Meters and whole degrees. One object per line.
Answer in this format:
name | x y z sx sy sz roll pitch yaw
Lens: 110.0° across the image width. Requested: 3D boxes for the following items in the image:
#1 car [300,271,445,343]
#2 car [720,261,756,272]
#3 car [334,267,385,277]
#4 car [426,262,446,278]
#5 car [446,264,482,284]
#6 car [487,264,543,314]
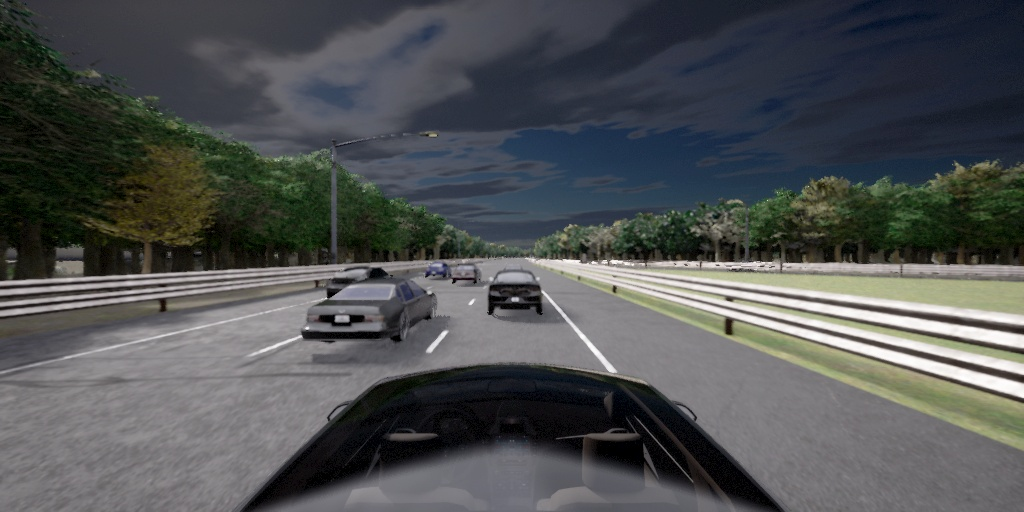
car | -3.397 1.301 9.681 2.033 1.411 5.357 0 0 0
car | 33.416 1.467 53.072 2.033 1.649 4.856 0 0 -30
car | -6.892 1.251 16.986 1.837 1.490 4.892 0 1 0
car | -6.891 1.307 33.867 1.812 1.442 4.674 0 0 0
car | -3.394 1.321 27.457 2.033 1.411 5.357 0 0 0
car | 0.104 1.234 13.897 1.882 1.535 5.008 0 0 0
